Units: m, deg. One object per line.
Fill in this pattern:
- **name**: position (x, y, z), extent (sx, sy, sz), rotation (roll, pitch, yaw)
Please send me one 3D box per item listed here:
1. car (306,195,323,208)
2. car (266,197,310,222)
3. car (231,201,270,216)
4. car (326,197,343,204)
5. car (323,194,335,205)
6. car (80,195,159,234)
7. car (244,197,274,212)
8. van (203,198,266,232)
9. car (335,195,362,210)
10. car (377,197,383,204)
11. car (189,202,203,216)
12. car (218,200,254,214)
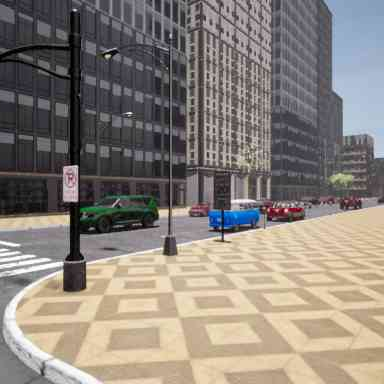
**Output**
- **car**: position (16.245, 1.376, 46.646), extent (2.128, 1.511, 4.902), rotation (0, 0, 38)
- **car**: position (7.652, 1.472, 26.862), extent (1.967, 1.590, 4.097), rotation (0, 0, 38)
- **car**: position (6.003, 1.629, 33.570), extent (1.895, 1.301, 4.718), rotation (0, 0, 38)
- **car**: position (28.665, 1.625, 66.884), extent (2.008, 1.369, 4.403), rotation (0, 0, 38)
- **car**: position (25.260, 1.381, 62.485), extent (2.192, 1.841, 5.009), rotation (0, 0, 38)
- **car**: position (-4.430, 1.239, 20.059), extent (2.150, 2.045, 5.566), rotation (0, 0, 39)
- **car**: position (8.232, 1.471, 40.486), extent (1.967, 1.590, 4.097), rotation (0, 0, 38)
- **van**: position (2.672, 1.368, 20.247), extent (1.690, 1.788, 3.998), rotation (0, 0, 38)
- **car**: position (21.274, 1.369, 44.462), extent (2.192, 1.841, 5.009), rotation (0, 0, 38)
- **car**: position (38.301, 1.659, 66.459), extent (1.947, 1.339, 4.313), rotation (0, 0, 38)
- **car**: position (1.421, 1.604, 31.686), extent (1.802, 1.307, 4.206), rotation (0, 0, 38)
- **car**: position (4.827, 1.571, 36.086), extent (1.887, 1.381, 4.507), rotation (0, 0, 38)
